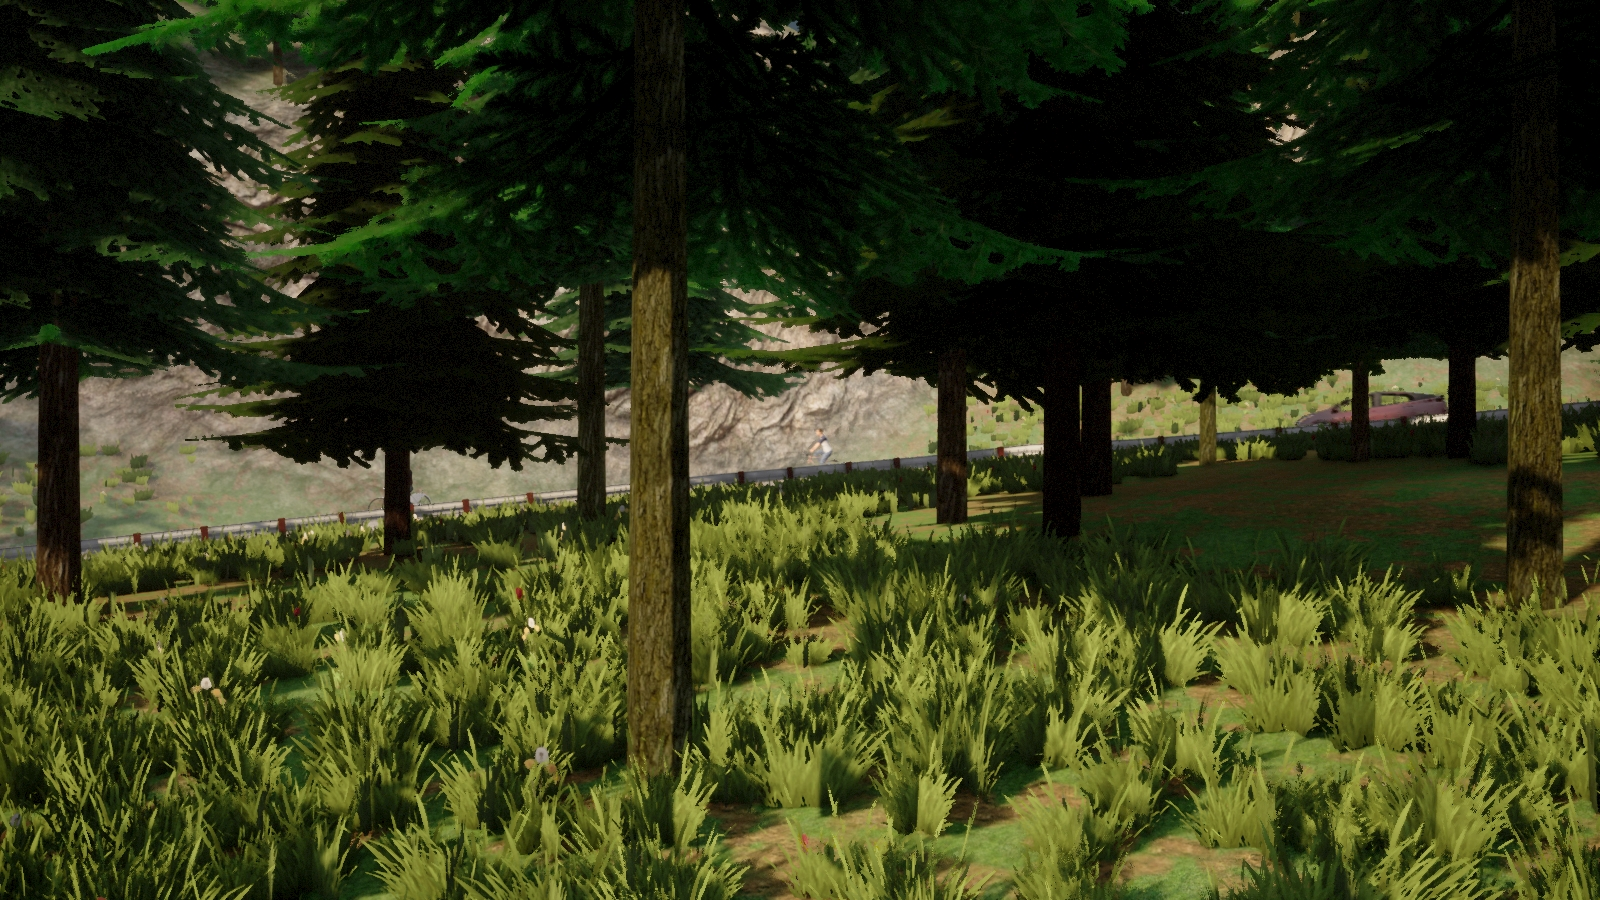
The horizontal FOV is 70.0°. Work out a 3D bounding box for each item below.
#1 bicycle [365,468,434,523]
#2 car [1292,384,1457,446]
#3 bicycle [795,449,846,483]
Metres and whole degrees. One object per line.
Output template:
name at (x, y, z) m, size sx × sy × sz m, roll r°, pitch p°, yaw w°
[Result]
bicycle at (-12.075, 1.355, 34.490) m, size 1.835 × 1.471 × 0.329 m, roll -5°, pitch 2°, yaw -29°
car at (18.362, -1.069, 36.767) m, size 4.514 × 1.525 × 2.007 m, roll -5°, pitch -2°, yaw 23°
bicycle at (0.698, 0.545, 39.380) m, size 1.643 × 1.024 × 0.373 m, roll -5°, pitch 2°, yaw -8°
